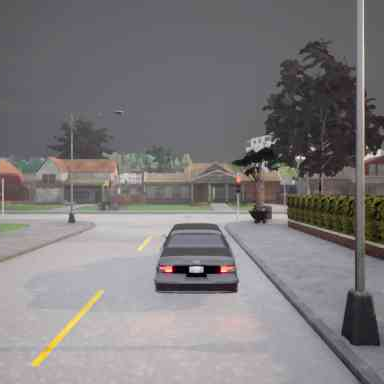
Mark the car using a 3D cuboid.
[{"bbox_3d":[0.099,1.547,8.949,2.033,1.411,5.357,0,0,0],"label":"car"}]
